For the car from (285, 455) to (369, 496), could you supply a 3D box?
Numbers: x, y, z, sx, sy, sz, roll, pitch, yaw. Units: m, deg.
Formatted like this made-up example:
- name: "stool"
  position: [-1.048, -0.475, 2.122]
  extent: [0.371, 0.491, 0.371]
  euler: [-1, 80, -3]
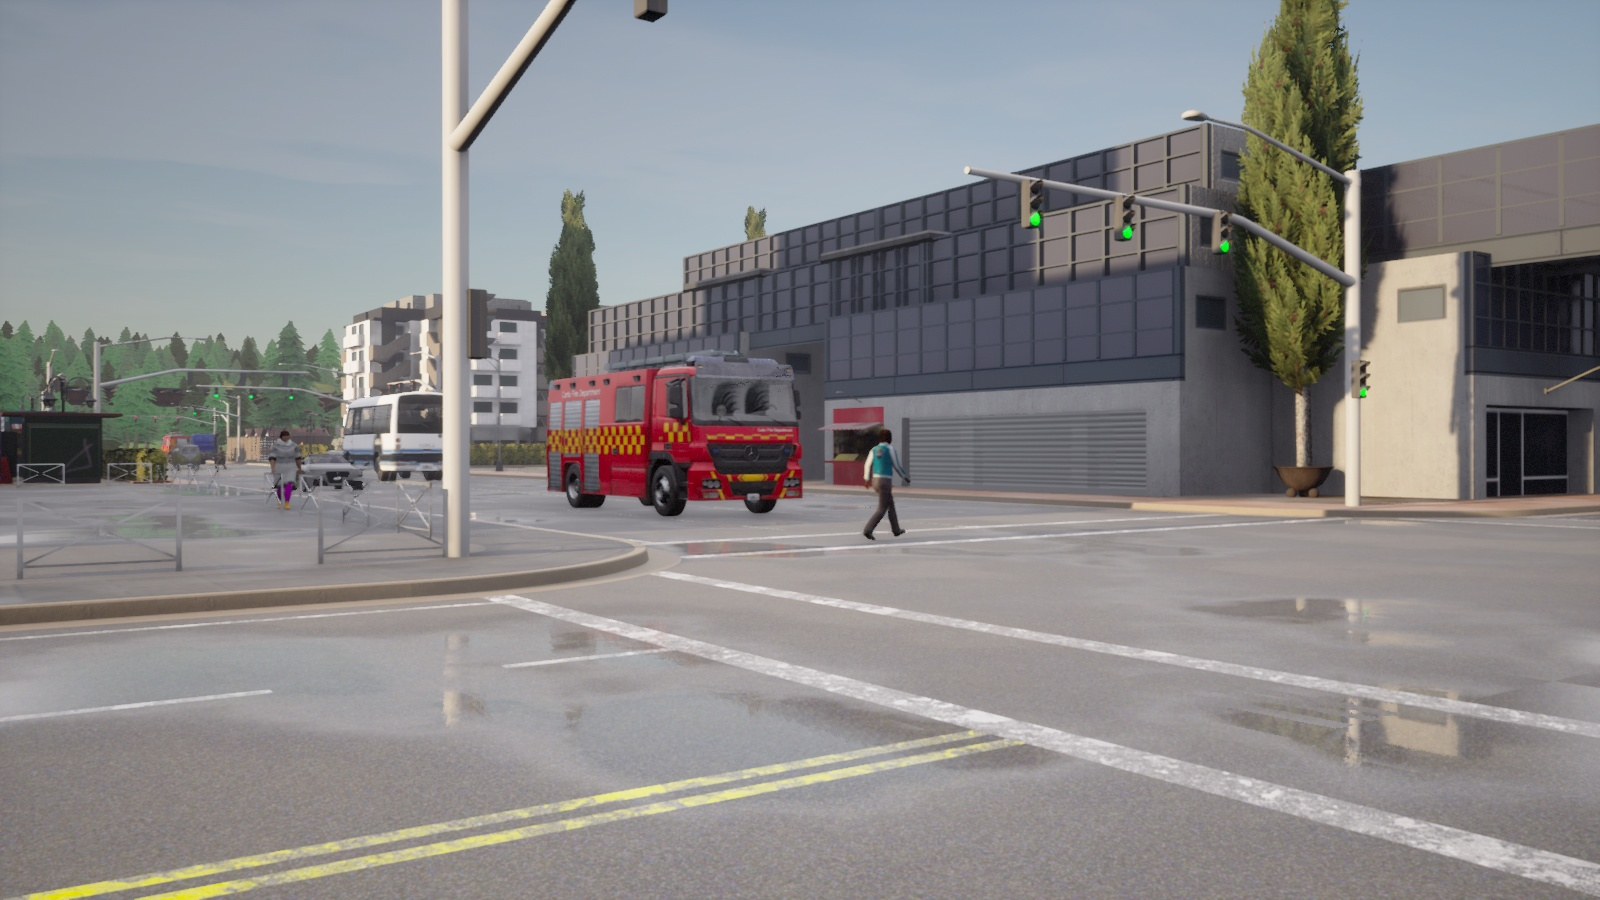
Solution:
- name: "car"
  position: [-17.382, 0.896, 46.019]
  extent: [1.994, 1.385, 4.181]
  euler: [0, 0, -33]

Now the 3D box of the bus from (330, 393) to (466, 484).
- name: "bus"
  position: [-20.533, -0.534, 63.613]
  extent: [3.944, 4.253, 10.273]
  euler: [0, 0, -33]

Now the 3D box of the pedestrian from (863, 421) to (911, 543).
- name: "pedestrian"
  position: [1.411, 0.511, 20.295]
  extent: [0.692, 1.930, 0.396]
  euler: [0, 0, -41]

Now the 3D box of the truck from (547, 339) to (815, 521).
- name: "truck"
  position: [-3.210, -0.415, 30.751]
  extent: [2.891, 3.827, 8.468]
  euler: [0, 0, -33]

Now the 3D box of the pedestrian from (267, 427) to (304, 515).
- name: "pedestrian"
  position: [-11.683, 0.463, 28.495]
  extent: [0.659, 1.952, 0.873]
  euler: [0, 0, -30]
